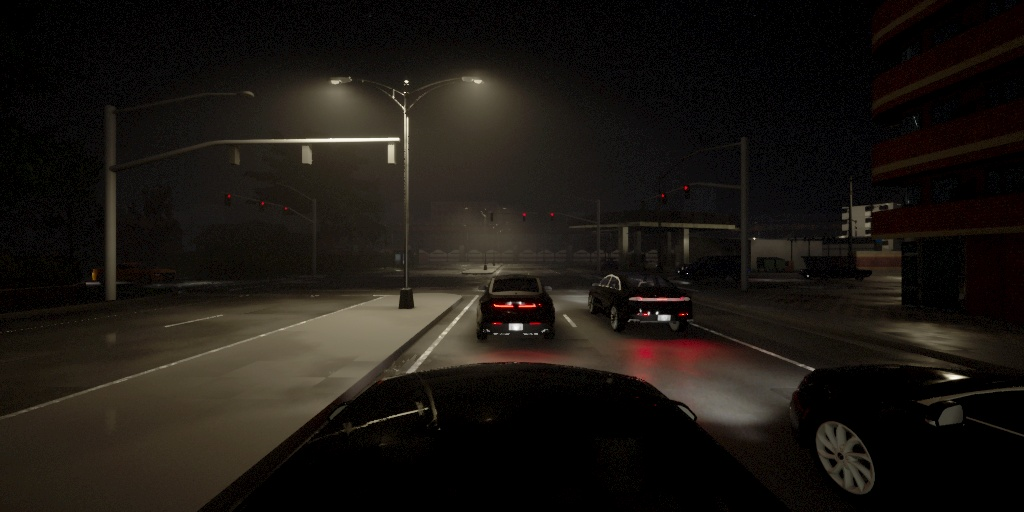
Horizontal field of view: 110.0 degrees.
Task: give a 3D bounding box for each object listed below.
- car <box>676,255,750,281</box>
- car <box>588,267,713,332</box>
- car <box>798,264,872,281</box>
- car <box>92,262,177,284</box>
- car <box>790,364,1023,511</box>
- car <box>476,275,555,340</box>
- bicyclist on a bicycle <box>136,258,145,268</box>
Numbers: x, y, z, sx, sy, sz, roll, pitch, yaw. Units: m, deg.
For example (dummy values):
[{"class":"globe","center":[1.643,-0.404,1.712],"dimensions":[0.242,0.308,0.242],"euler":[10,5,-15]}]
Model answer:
[{"class":"car","center":[16.637,0.972,29.864],"dimensions":[5.566,2.045,2.150],"euler":[0,0,-1]},{"class":"car","center":[3.604,1.242,10.871],"dimensions":[2.128,1.511,4.902],"euler":[0,0,0]},{"class":"car","center":[26.945,1.351,30.011],"dimensions":[4.718,1.301,1.895],"euler":[0,0,-1]},{"class":"car","center":[-27.587,1.228,26.331],"dimensions":[5.008,1.535,1.882],"euler":[0,0,0]},{"class":"car","center":[3.600,1.255,1.463],"dimensions":[1.837,1.490,4.892],"euler":[0,0,0]},{"class":"car","center":[0.097,1.255,10.016],"dimensions":[1.837,1.490,4.892],"euler":[0,0,0]},{"class":"bicyclist on a bicycle","center":[-38.222,1.053,36.751],"dimensions":[0.582,1.620,1.656],"euler":[0,0,0]}]
